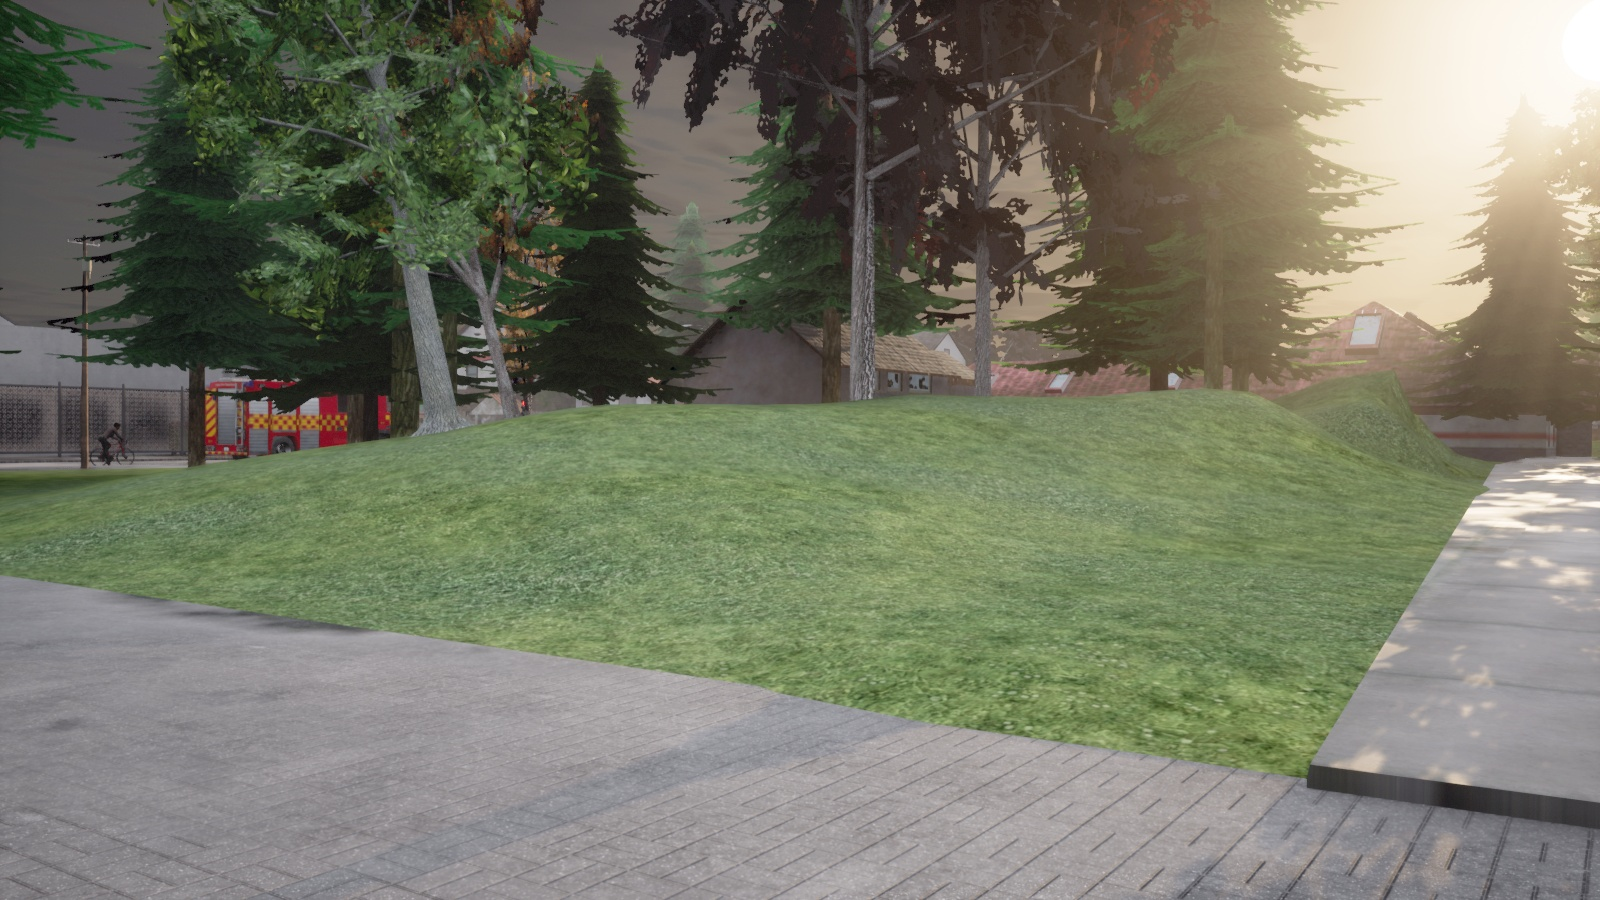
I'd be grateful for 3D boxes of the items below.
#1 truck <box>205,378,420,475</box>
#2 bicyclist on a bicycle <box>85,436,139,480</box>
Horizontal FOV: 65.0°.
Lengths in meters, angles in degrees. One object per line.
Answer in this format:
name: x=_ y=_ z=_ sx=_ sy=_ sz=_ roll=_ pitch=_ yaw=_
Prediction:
truck: x=-20.648 y=-0.984 z=53.810 sx=2.891 sy=3.827 sz=8.468 roll=0 pitch=1 yaw=32
bicyclist on a bicycle: x=-25.486 y=0.277 z=46.556 sx=0.582 sy=1.620 sz=1.656 roll=0 pitch=1 yaw=34
